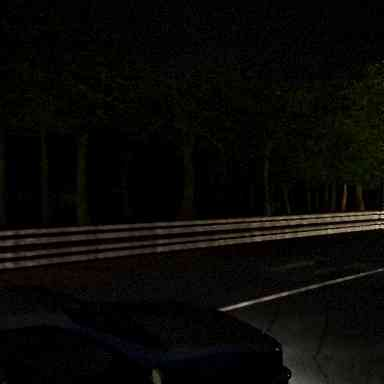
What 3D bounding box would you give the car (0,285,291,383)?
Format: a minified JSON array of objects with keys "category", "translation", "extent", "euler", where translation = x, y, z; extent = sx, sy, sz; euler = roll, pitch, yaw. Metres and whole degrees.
[{"category":"car","translation":[-1.608,1.547,2.575],"extent":[5.357,1.411,2.033],"euler":[0,0,-35]}]
